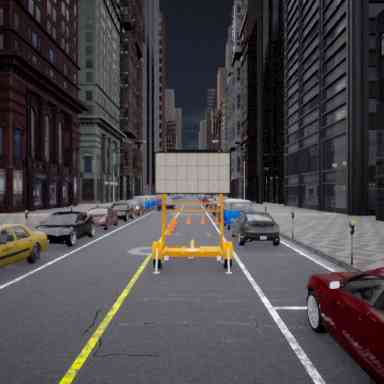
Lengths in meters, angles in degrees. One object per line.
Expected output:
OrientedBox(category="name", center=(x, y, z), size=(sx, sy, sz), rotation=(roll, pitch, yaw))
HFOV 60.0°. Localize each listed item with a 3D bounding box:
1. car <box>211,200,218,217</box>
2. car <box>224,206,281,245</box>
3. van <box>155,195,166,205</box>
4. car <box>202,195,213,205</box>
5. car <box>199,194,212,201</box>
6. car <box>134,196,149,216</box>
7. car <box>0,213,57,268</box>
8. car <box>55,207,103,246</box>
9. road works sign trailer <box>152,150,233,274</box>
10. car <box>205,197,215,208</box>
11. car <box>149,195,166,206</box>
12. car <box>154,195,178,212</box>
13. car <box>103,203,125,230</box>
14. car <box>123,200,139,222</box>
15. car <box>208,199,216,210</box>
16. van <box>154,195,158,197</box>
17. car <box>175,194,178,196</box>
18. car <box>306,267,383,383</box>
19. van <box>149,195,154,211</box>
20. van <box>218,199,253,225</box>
OrientedBox(category="car", center=(2.814, 1.560, 26.444), size=(2.008, 1.369, 4.403), rotation=(0, 0, 0))
OrientedBox(category="car", center=(2.791, 1.554, 15.172), size=(2.008, 1.369, 4.403), rotation=(0, 0, 0))
OrientedBox(category="van", center=(-5.642, 1.386, 60.264), size=(1.690, 1.788, 3.998), rotation=(0, 0, 0))
OrientedBox(category="car", center=(2.860, 1.576, 48.989), size=(1.887, 1.381, 4.507), rotation=(0, 0, 0))
OrientedBox(category="car", center=(2.882, 1.360, 60.261), size=(2.192, 1.841, 5.009), rotation=(0, 0, 0))
OrientedBox(category="car", center=(-5.700, 1.454, 32.082), size=(1.967, 1.590, 4.097), rotation=(0, 0, 0))
OrientedBox(category="car", center=(-5.745, 1.527, 9.365), size=(1.752, 1.417, 4.829), rotation=(0, 0, 0))
OrientedBox(category="car", center=(-5.734, 1.569, 15.172), size=(1.947, 1.339, 4.313), rotation=(0, 0, 0))
OrientedBox(category="road works sign trailer", center=(0.021, 0.466, 10.562), size=(2.380, 3.560, 2.880), rotation=(0, 0, 0))
OrientedBox(category="car", center=(2.837, 1.570, 37.717), size=(2.008, 1.369, 4.403), rotation=(0, 0, 0))
OrientedBox(category="car", center=(-5.654, 1.352, 54.628), size=(2.192, 1.841, 5.009), rotation=(0, 0, 0))
OrientedBox(category="car", center=(-3.021, 1.498, 39.094), size=(1.882, 1.535, 5.008), rotation=(0, 0, 0))
OrientedBox(category="car", center=(-5.722, 1.588, 20.809), size=(1.802, 1.307, 4.206), rotation=(0, 0, 0))
OrientedBox(category="car", center=(-5.711, 1.575, 26.445), size=(1.947, 1.339, 4.313), rotation=(0, 0, 0))
OrientedBox(category="car", center=(2.826, 1.596, 32.081), size=(1.802, 1.307, 4.206), rotation=(0, 0, 0))
OrientedBox(category="van", center=(-5.677, 1.366, 43.355), size=(1.690, 1.788, 3.998), rotation=(0, 0, 0))
OrientedBox(category="car", center=(-5.585, 1.658, 88.447), size=(1.947, 1.339, 4.313), rotation=(0, 0, 0))
OrientedBox(category="car", center=(2.769, 1.545, 3.899), size=(1.887, 1.381, 4.507), rotation=(0, 0, 0))
OrientedBox(category="van", center=(-5.688, 1.360, 37.719), size=(1.690, 1.788, 3.998), rotation=(0, 0, 0))
OrientedBox(category="van", center=(2.802, 1.347, 20.808), size=(1.690, 1.788, 3.998), rotation=(0, 0, 0))
